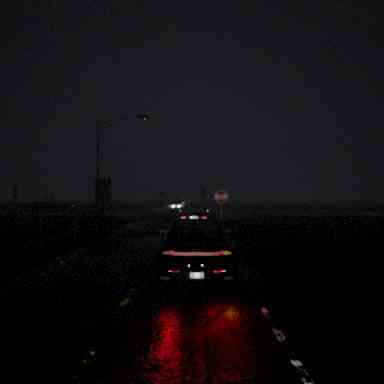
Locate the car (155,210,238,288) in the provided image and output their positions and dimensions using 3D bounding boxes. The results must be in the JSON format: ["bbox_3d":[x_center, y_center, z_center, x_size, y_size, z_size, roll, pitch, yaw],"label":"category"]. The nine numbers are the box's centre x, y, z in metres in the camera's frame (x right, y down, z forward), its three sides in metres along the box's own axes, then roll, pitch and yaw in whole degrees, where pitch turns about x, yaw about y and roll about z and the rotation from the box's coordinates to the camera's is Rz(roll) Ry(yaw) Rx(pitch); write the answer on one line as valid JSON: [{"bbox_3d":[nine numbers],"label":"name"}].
[{"bbox_3d":[0.099,1.491,9.236,2.128,1.511,4.902,0,0,0],"label":"car"}]

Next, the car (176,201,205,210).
[{"bbox_3d":[0.143,1.548,22.126,2.033,1.411,5.357,0,0,1],"label":"car"}]

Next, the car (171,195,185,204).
[{"bbox_3d":[-2.859,1.520,61.553,2.128,1.511,4.902,0,0,0],"label":"car"}]

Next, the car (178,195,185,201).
[{"bbox_3d":[-2.885,1.580,92.145,1.812,1.442,4.674,0,0,0],"label":"car"}]

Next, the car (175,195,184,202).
[{"bbox_3d":[-2.845,1.524,76.770,1.882,1.535,5.008,0,0,0],"label":"car"}]

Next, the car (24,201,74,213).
[{"bbox_3d":[-15.206,1.574,35.662,4.718,1.301,1.895,0,1,0],"label":"car"}]
